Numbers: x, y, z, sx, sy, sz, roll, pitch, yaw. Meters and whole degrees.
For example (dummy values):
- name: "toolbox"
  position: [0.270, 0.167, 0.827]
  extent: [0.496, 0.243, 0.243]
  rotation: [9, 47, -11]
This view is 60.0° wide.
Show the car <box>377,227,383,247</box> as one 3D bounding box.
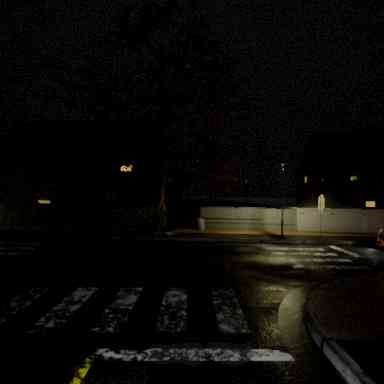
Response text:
- name: "car"
  position: [10.315, 1.641, 13.909]
  extent: [4.553, 1.767, 2.097]
  rotation: [1, 0, -2]
